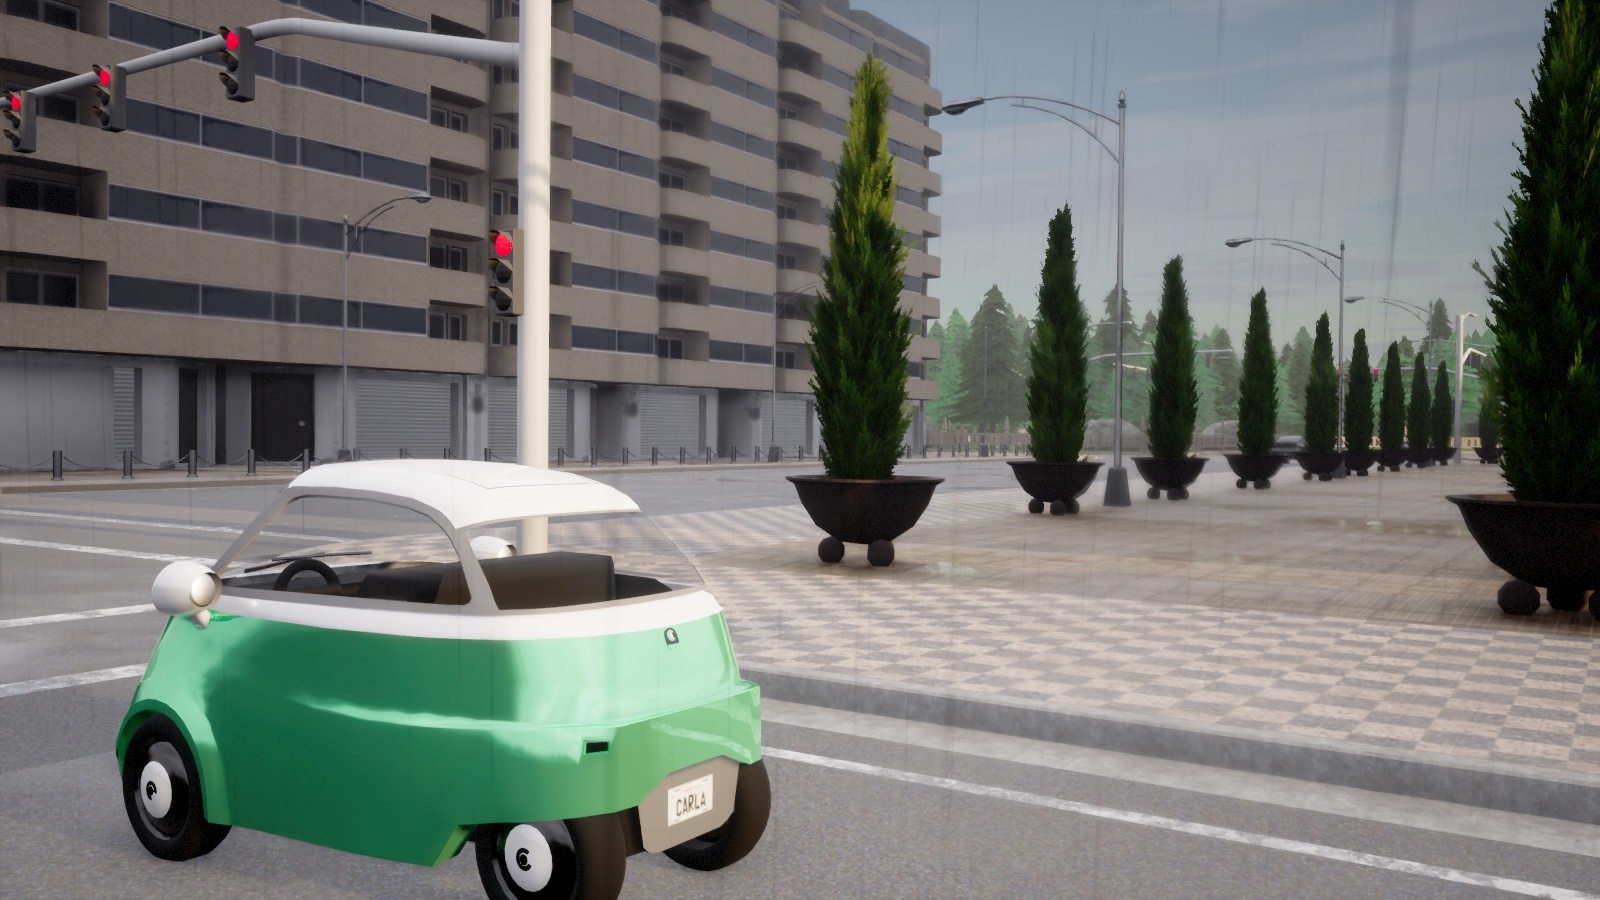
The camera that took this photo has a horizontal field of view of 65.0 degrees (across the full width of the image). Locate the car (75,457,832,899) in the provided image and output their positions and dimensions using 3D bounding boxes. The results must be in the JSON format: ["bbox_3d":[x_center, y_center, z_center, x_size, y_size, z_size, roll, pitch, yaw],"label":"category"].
[{"bbox_3d":[-1.218,0.737,4.433,2.207,1.376,1.481,0,1,34],"label":"car"}]

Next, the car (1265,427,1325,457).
[{"bbox_3d":[25.735,-0.442,65.164,1.837,1.490,4.892,0,1,34],"label":"car"}]
